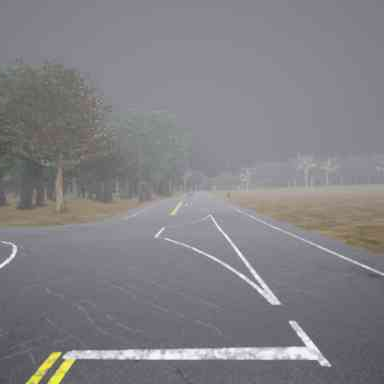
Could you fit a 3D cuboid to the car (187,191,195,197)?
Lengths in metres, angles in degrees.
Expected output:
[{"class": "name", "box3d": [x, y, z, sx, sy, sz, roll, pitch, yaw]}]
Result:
[{"class": "car", "box3d": [-0.309, 0.523, 93.907, 1.882, 1.535, 5.008, 0, 1, 4]}]
